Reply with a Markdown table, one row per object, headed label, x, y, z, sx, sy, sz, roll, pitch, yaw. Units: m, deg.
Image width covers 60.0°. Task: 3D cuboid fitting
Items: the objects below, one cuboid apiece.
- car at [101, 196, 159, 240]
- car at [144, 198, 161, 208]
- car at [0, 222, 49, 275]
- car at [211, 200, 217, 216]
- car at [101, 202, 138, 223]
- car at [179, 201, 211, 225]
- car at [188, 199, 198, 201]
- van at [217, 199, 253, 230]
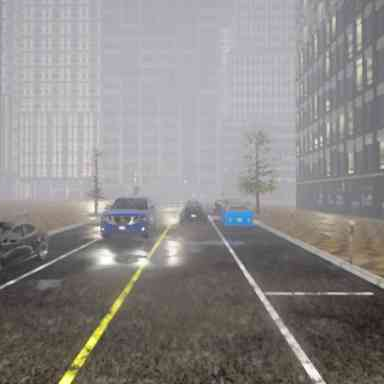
| label | x | y | z | sx | sy | sz | roll | pitch | yaw |
| --- | --- | --- | --- | --- | --- | --- | --- | --- | --- |
| car | -3.089 | 1.229 | 17.462 | 2.150 | 2.045 | 5.566 | 0 | 0 | 0 |
| car | -5.779 | 1.567 | 49.069 | 2.008 | 1.369 | 4.403 | 1 | 0 | 0 |
| car | -5.676 | 1.570 | 9.572 | 1.947 | 1.339 | 4.313 | 1 | 0 | 0 |
| car | 2.721 | 1.453 | 32.129 | 1.967 | 1.590 | 4.097 | 1 | 0 | 0 |
| car | -5.665 | 1.577 | 26.501 | 1.947 | 1.339 | 4.313 | 1 | 0 | 0 |
| car | 0.113 | 1.575 | 24.357 | 1.994 | 1.385 | 4.181 | 0 | 0 | 0 |
| car | 0.125 | 1.578 | 40.321 | 1.994 | 1.385 | 4.181 | 0 | 0 | 0 |
| van | 2.715 | 1.350 | 20.846 | 1.690 | 1.788 | 3.998 | 1 | 0 | 0 |
